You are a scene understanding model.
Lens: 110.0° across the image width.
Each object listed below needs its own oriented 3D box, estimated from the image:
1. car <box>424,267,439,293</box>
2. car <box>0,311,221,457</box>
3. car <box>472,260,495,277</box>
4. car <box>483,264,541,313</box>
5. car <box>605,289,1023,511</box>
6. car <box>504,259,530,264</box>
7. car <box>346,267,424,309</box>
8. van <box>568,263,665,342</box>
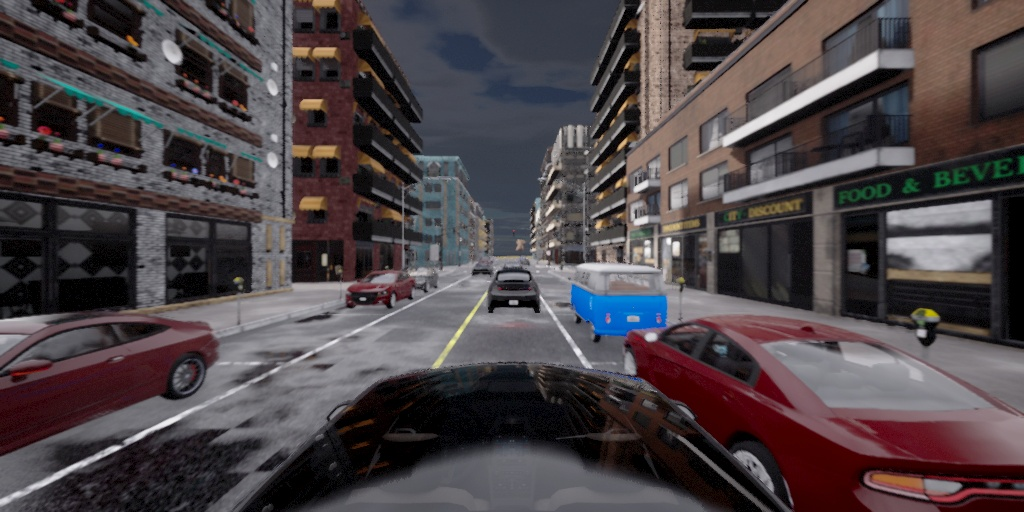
[{"bbox_3d":[-5.314,1.294,20.617,2.007,1.370,4.403,0,0,0],"label":"car"},{"bbox_3d":[-5.315,1.331,3.854,1.802,1.307,4.207,0,0,0],"label":"car"},{"bbox_3d":[-2.810,1.337,34.883,1.895,1.301,4.718,0,0,0],"label":"car"},{"bbox_3d":[0.072,1.253,14.094,1.837,1.490,4.892,0,0,0],"label":"car"},{"bbox_3d":[2.565,1.295,3.854,1.888,1.381,4.507,0,0,0],"label":"car"},{"bbox_3d":[0.072,1.231,28.745,2.128,1.511,4.902,0,0,0],"label":"car"},{"bbox_3d":[-5.314,1.291,15.030,1.888,1.381,4.507,0,0,0],"label":"car"},{"bbox_3d":[2.565,1.089,9.441,1.690,1.789,3.998,0,0,0],"label":"van"}]
